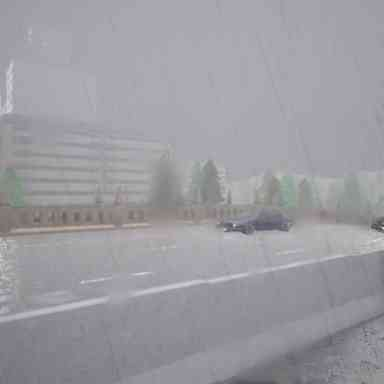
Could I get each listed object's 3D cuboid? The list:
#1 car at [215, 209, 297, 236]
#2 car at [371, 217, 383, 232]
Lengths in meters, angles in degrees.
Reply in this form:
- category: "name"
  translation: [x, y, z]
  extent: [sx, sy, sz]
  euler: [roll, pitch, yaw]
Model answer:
- category: "car"
  translation: [3.947, 1.701, 19.706]
  extent: [5.357, 1.411, 2.033]
  euler: [1, -1, -35]
- category: "car"
  translation: [14.516, 2.092, 22.941]
  extent: [5.357, 1.411, 2.033]
  euler: [4, -2, -35]
